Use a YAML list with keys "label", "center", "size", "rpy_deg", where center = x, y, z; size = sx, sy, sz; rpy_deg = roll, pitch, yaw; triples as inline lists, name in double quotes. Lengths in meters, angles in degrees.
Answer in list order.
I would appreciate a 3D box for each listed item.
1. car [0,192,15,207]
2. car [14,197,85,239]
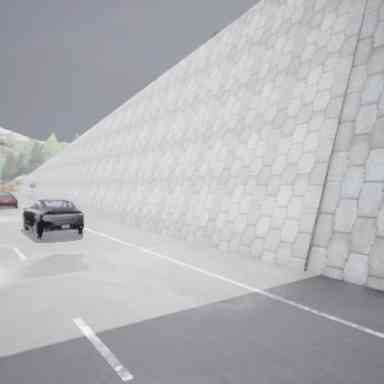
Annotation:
- label: "car"
  center: [-17.479, 0.713, 30.857]
  size: [1.994, 1.385, 4.181]
  rpy_deg: [-1, 2, -35]
- label: "car"
  center: [-6.322, 1.076, 14.972]
  size: [2.128, 1.511, 4.902]
  rpy_deg: [-1, 2, -35]
